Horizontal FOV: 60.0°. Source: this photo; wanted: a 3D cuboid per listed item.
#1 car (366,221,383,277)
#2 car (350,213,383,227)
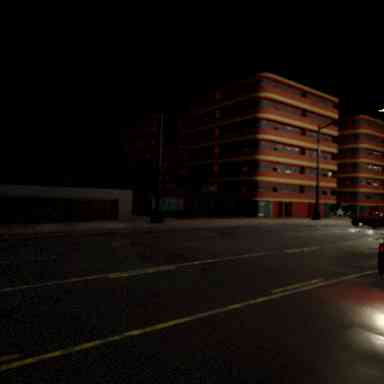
[{"bbox_3d":[6.933,1.635,8.944,5.008,1.535,1.882,2,-1,-36],"label":"car"},{"bbox_3d":[15.678,2.438,28.690,4.718,1.301,1.895,4,-2,-36],"label":"car"}]
